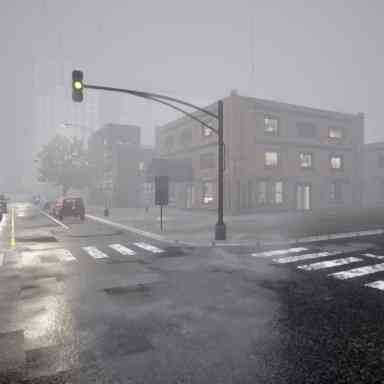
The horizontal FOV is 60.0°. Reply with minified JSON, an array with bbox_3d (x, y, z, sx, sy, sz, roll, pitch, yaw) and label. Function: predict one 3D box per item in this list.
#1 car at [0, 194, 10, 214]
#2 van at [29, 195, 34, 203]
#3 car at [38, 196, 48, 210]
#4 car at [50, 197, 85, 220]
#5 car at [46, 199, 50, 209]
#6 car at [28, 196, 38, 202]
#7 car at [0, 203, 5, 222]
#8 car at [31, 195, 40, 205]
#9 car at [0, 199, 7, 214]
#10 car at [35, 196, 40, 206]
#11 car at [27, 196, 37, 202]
[{"bbox_3d":[-20.827,1.247,35.462,2.150,2.045,5.566,0,0,-28],"label":"car"},{"bbox_3d":[-31.365,1.419,66.950,1.690,1.788,3.998,0,0,-28],"label":"van"},{"bbox_3d":[-18.237,1.598,42.642,1.947,1.339,4.313,0,0,-28],"label":"car"},{"bbox_3d":[-10.359,1.330,28.057,2.192,1.841,5.009,0,0,-28],"label":"car"},{"bbox_3d":[-12.986,1.586,32.918,1.947,1.339,4.313,0,0,-28],"label":"car"},{"bbox_3d":[-36.615,1.684,76.672,1.802,1.307,4.206,0,0,-28],"label":"car"},{"bbox_3d":[-11.380,1.555,17.778,2.033,1.411,5.357,0,0,-28],"label":"car"},{"bbox_3d":[-26.113,1.639,57.226,1.802,1.307,4.206,0,0,-28],"label":"car"},{"bbox_3d":[-15.847,1.541,26.099,1.812,1.442,4.674,0,0,-28],"label":"car"},{"bbox_3d":[-20.862,1.590,47.503,2.008,1.369,4.403,0,0,-28],"label":"car"},{"bbox_3d":[-39.242,1.680,81.535,1.947,1.339,4.313,0,0,-28],"label":"car"}]
